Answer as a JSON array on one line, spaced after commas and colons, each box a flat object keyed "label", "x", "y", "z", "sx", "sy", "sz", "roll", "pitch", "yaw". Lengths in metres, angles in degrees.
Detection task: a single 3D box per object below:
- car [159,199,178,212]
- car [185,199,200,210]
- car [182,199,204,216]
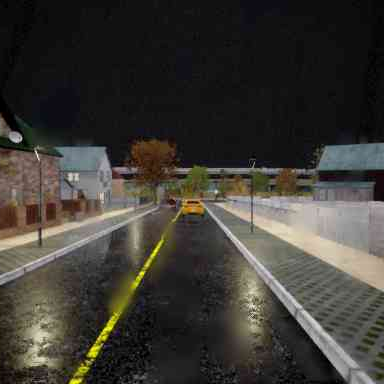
[{"label": "car", "x": -2.753, "y": 1.530, "z": 39.582, "sx": 1.812, "sy": 1.442, "sz": 4.674, "roll": 0, "pitch": 0, "yaw": 0}, {"label": "car", "x": 0.096, "y": 1.601, "z": 43.366, "sx": 1.895, "sy": 1.301, "sz": 4.718, "roll": 0, "pitch": 0, "yaw": 1}, {"label": "car", "x": 0.098, "y": 1.470, "z": 32.080, "sx": 1.882, "sy": 1.535, "sz": 5.008, "roll": 0, "pitch": 0, "yaw": 0}]
